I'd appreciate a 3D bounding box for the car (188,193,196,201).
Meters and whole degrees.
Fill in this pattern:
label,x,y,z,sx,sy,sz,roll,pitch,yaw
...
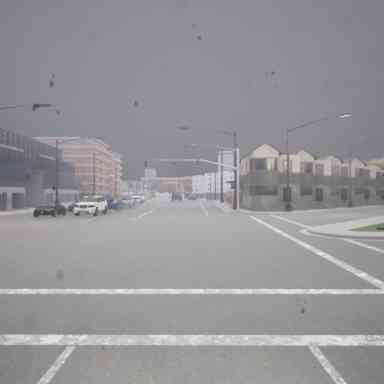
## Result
label,x,y,z,sx,sy,sz,roll,pitch,yaw
car,-0.058,1.426,77.790,1.895,1.301,4.718,0,-1,0

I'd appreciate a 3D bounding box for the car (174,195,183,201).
label,x,y,z,sx,sy,sz,roll,pitch,yaw
car,-3.566,1.486,87.770,2.128,1.511,4.902,0,-2,0

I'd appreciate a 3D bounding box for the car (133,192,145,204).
label,x,y,z,sx,sy,sz,roll,pitch,yaw
car,-10.587,1.131,64.854,2.150,2.045,5.566,0,1,0

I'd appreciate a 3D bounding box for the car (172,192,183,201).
label,x,y,z,sx,sy,sz,roll,pitch,yaw
car,-3.557,1.057,77.077,2.150,2.045,5.566,0,0,0

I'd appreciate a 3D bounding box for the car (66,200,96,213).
label,x,y,z,sx,sy,sz,roll,pitch,yaw
car,-14.131,1.766,42.542,2.033,1.411,5.357,0,0,0

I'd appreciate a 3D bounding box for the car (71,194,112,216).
label,x,y,z,sx,sy,sz,roll,pitch,yaw
car,-10.625,1.421,35.313,2.150,2.045,5.566,0,0,1

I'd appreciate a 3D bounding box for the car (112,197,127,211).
label,x,y,z,sx,sy,sz,roll,pitch,yaw
car,-10.631,1.679,45.051,1.882,1.535,5.008,0,0,0

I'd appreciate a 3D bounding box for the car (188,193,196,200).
label,x,y,z,sx,sy,sz,roll,pitch,yaw
car,-0.066,1.146,87.750,2.097,1.767,4.553,0,-2,0

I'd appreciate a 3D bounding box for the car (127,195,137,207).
label,x,y,z,sx,sy,sz,roll,pitch,yaw
car,-10.631,1.629,54.135,1.812,1.442,4.674,0,1,0

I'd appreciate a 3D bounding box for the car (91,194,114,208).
label,x,y,z,sx,sy,sz,roll,pitch,yaw
car,-14.131,1.346,52.722,2.150,2.045,5.566,0,1,0

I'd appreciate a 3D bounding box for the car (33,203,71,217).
label,x,y,z,sx,sy,sz,roll,pitch,yaw
car,-14.125,1.754,33.307,1.994,1.385,4.181,0,0,0
